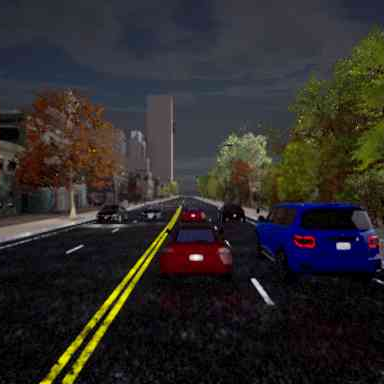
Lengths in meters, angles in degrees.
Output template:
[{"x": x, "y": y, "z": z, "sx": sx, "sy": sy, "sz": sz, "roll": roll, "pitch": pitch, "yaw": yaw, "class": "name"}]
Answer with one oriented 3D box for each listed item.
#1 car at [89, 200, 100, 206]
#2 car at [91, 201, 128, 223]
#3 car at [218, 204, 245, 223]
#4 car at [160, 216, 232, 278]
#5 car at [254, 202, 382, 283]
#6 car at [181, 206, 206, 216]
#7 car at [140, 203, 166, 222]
[{"x": -20.643, "y": 2.494, "z": 73.840, "sx": 4.313, "sy": 1.339, "sz": 1.947, "roll": -1, "pitch": 1, "yaw": -1, "class": "car"}, {"x": -6.607, "y": 1.758, "z": 27.812, "sx": 1.837, "sy": 1.490, "sz": 4.892, "roll": 0, "pitch": -1, "yaw": 0, "class": "car"}, {"x": 3.335, "y": 1.736, "z": 28.548, "sx": 1.882, "sy": 1.535, "sz": 5.008, "roll": 0, "pitch": -1, "yaw": 0, "class": "car"}, {"x": 0.107, "y": 1.660, "z": 10.481, "sx": 1.994, "sy": 1.385, "sz": 4.181, "roll": 0, "pitch": -1, "yaw": 0, "class": "car"}, {"x": 3.356, "y": 1.313, "z": 10.045, "sx": 2.150, "sy": 2.045, "sz": 5.566, "roll": 0, "pitch": -1, "yaw": 0, "class": "car"}, {"x": 0.092, "y": 1.815, "z": 27.667, "sx": 1.994, "sy": 1.385, "sz": 4.181, "roll": 0, "pitch": -1, "yaw": 0, "class": "car"}, {"x": -3.367, "y": 1.759, "z": 29.419, "sx": 2.128, "sy": 1.511, "sz": 4.902, "roll": 0, "pitch": -1, "yaw": 0, "class": "car"}]
